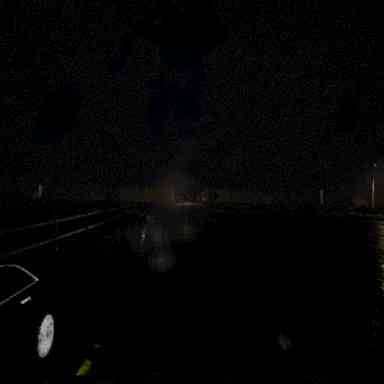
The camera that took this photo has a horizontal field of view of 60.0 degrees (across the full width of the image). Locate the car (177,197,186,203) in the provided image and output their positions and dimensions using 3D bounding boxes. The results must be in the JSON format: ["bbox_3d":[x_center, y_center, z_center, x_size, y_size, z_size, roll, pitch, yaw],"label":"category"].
[{"bbox_3d":[-2.741,1.965,85.511,1.837,1.490,4.892,0,-1,0],"label":"car"}]

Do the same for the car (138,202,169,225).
[{"bbox_3d":[-2.805,1.544,24.821,2.128,1.511,4.902,0,0,0],"label":"car"}]

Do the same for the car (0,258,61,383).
[{"bbox_3d":[-2.834,1.509,3.030,1.837,1.490,4.892,0,0,0],"label":"car"}]
